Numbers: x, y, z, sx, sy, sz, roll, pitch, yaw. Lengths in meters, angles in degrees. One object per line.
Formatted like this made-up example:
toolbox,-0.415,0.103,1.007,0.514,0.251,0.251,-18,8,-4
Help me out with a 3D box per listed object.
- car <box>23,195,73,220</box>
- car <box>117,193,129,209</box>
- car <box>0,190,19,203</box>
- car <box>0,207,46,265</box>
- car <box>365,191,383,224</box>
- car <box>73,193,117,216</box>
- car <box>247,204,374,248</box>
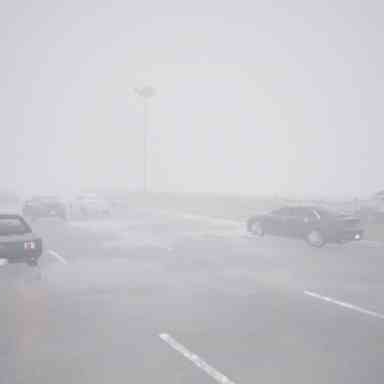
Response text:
car,-9.013,0.925,20.278,1.812,1.442,4.674,0,2,-35
car,-7.356,0.749,30.085,1.994,1.385,4.181,0,2,-35
car,-19.866,0.460,35.671,1.994,1.385,4.181,0,2,-35
car,-5.766,1.295,9.631,1.895,1.301,4.718,0,2,-35
car,11.143,0.888,19.178,3.866,1.878,1.905,0,2,-35
car,-7.387,0.855,24.041,1.812,1.442,4.674,0,2,-35
car,4.343,1.231,13.519,1.837,1.490,4.892,0,2,-35
